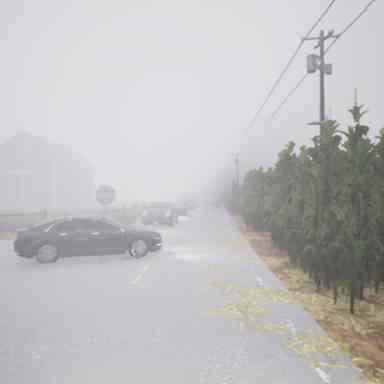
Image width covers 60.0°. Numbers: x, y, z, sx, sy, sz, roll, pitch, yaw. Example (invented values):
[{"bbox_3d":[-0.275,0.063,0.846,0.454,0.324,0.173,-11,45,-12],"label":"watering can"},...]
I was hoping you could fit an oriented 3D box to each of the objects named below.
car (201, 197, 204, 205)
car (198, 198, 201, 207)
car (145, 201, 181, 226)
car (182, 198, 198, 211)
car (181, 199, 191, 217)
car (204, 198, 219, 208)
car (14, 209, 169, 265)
[{"bbox_3d":[1.770,1.868,69.079,4.674,1.442,1.812,0,0,42],"label":"car"},{"bbox_3d":[0.058,1.773,54.121,1.837,1.490,4.892,0,0,5],"label":"car"},{"bbox_3d":[-2.237,1.472,24.151,2.097,1.767,4.553,0,0,4],"label":"car"},{"bbox_3d":[-0.740,1.570,43.955,2.097,1.767,4.553,0,0,4],"label":"car"},{"bbox_3d":[-1.506,1.732,33.912,1.994,1.385,4.181,0,0,4],"label":"car"},{"bbox_3d":[3.421,1.746,54.045,1.882,1.535,5.008,0,0,4],"label":"car"},{"bbox_3d":[-3.525,1.565,11.777,4.892,1.490,1.837,0,1,-18],"label":"car"}]
